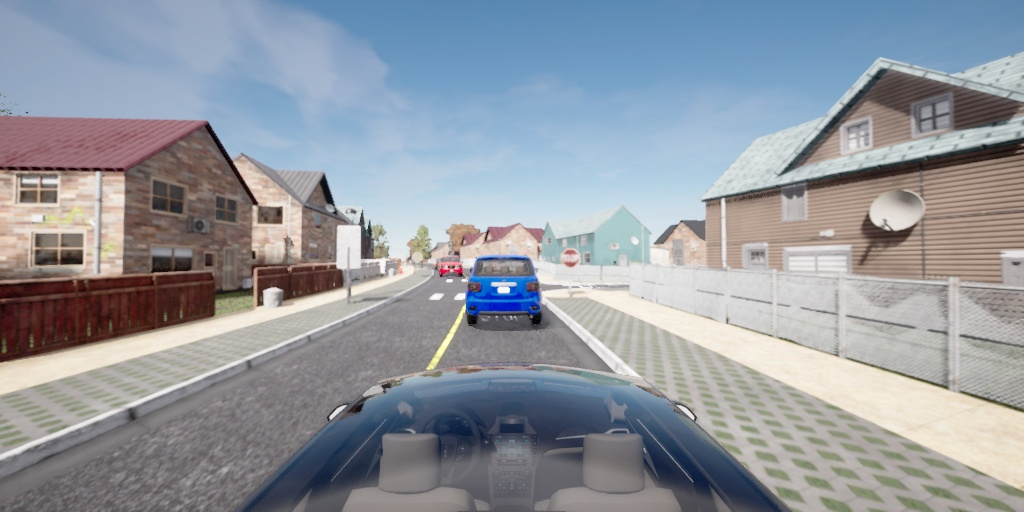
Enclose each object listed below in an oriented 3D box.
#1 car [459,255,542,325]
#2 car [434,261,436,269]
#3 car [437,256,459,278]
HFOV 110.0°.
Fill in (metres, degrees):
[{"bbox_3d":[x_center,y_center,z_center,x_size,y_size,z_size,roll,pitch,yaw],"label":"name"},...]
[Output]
[{"bbox_3d":[-0.252,0.975,11.941,2.150,2.045,5.566,0,0,-1],"label":"car"},{"bbox_3d":[-11.098,1.148,56.776,2.097,1.767,4.553,0,0,-16],"label":"car"},{"bbox_3d":[-5.975,0.985,35.054,2.150,2.045,5.566,0,0,-11],"label":"car"}]
